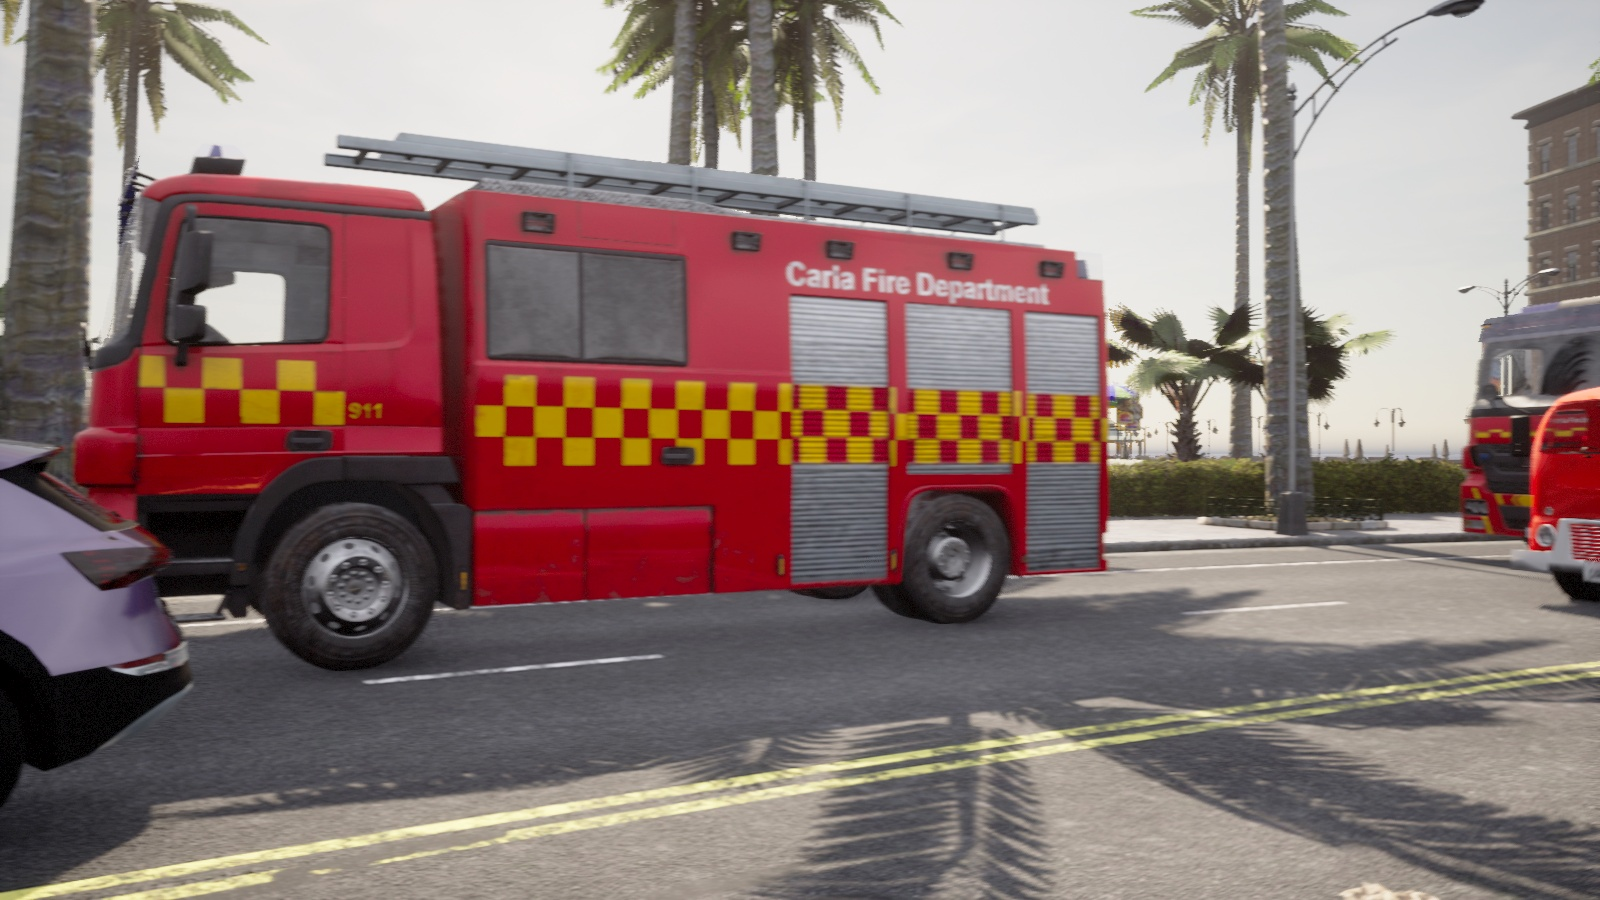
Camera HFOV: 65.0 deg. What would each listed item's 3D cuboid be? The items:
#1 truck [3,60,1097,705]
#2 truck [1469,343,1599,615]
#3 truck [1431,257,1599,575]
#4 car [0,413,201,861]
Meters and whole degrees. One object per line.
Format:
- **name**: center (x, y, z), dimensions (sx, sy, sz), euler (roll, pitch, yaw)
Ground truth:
- **truck**: center (-1.697, -0.399, 10.739), dimensions (8.468, 3.827, 2.891), euler (0, 0, -29)
- **truck**: center (9.660, 0.264, 12.404), dimensions (5.204, 2.467, 2.627), euler (0, 0, -21)
- **truck**: center (13.353, -0.411, 17.474), dimensions (8.468, 3.827, 2.891), euler (0, 0, -16)
- **car**: center (-4.965, 0.690, 4.482), dimensions (4.856, 1.649, 2.033), euler (0, 0, -34)
